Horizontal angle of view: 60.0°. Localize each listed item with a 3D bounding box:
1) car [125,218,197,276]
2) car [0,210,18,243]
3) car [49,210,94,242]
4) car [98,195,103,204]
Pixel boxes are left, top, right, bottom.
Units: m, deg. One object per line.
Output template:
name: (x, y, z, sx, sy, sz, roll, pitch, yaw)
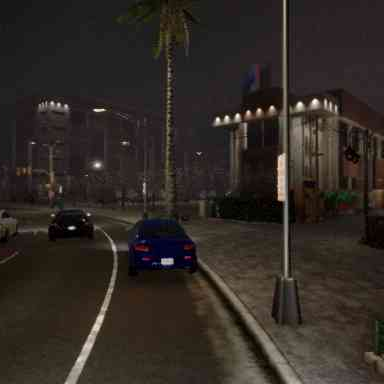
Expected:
car: (-1.073, 1.523, 10.346, 1.812, 1.442, 4.674, 0, 0, -12)
car: (-9.322, 1.524, 15.410, 1.812, 1.442, 4.674, 0, 0, -21)
car: (-6.046, 1.567, 16.642, 1.994, 1.385, 4.181, 0, 0, -21)
car: (-14.576, 1.237, 56.454, 4.553, 1.767, 2.185, 0, 0, 42)
